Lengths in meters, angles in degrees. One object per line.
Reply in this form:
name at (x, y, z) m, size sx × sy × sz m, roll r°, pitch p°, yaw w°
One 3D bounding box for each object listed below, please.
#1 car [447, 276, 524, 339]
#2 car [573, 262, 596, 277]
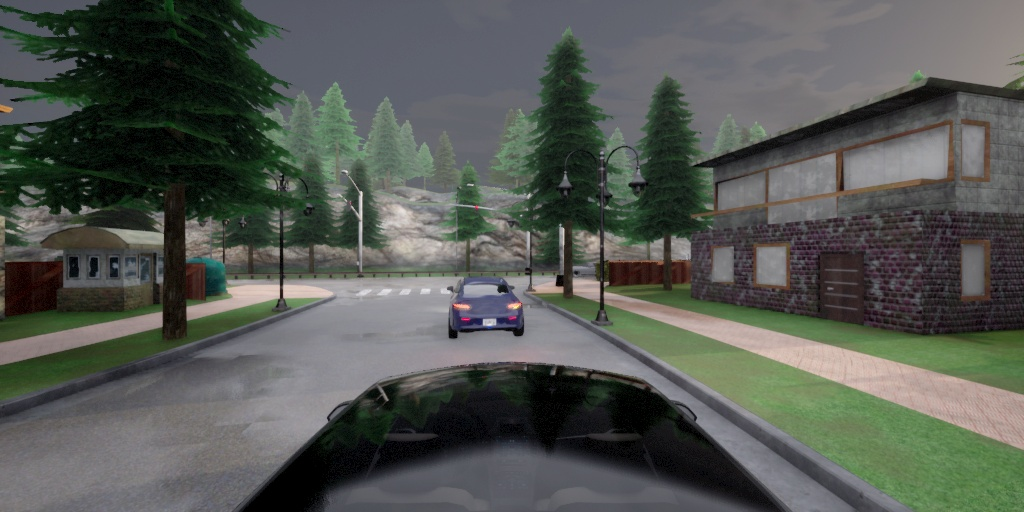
car at (-0.834, 1.275, 10.086) m, size 1.812 × 1.442 × 4.674 m, roll 0°, pitch 0°, yaw -9°
car at (6.873, 1.193, 32.218) m, size 4.718 × 1.301 × 1.895 m, roll 0°, pitch 0°, yaw -12°
